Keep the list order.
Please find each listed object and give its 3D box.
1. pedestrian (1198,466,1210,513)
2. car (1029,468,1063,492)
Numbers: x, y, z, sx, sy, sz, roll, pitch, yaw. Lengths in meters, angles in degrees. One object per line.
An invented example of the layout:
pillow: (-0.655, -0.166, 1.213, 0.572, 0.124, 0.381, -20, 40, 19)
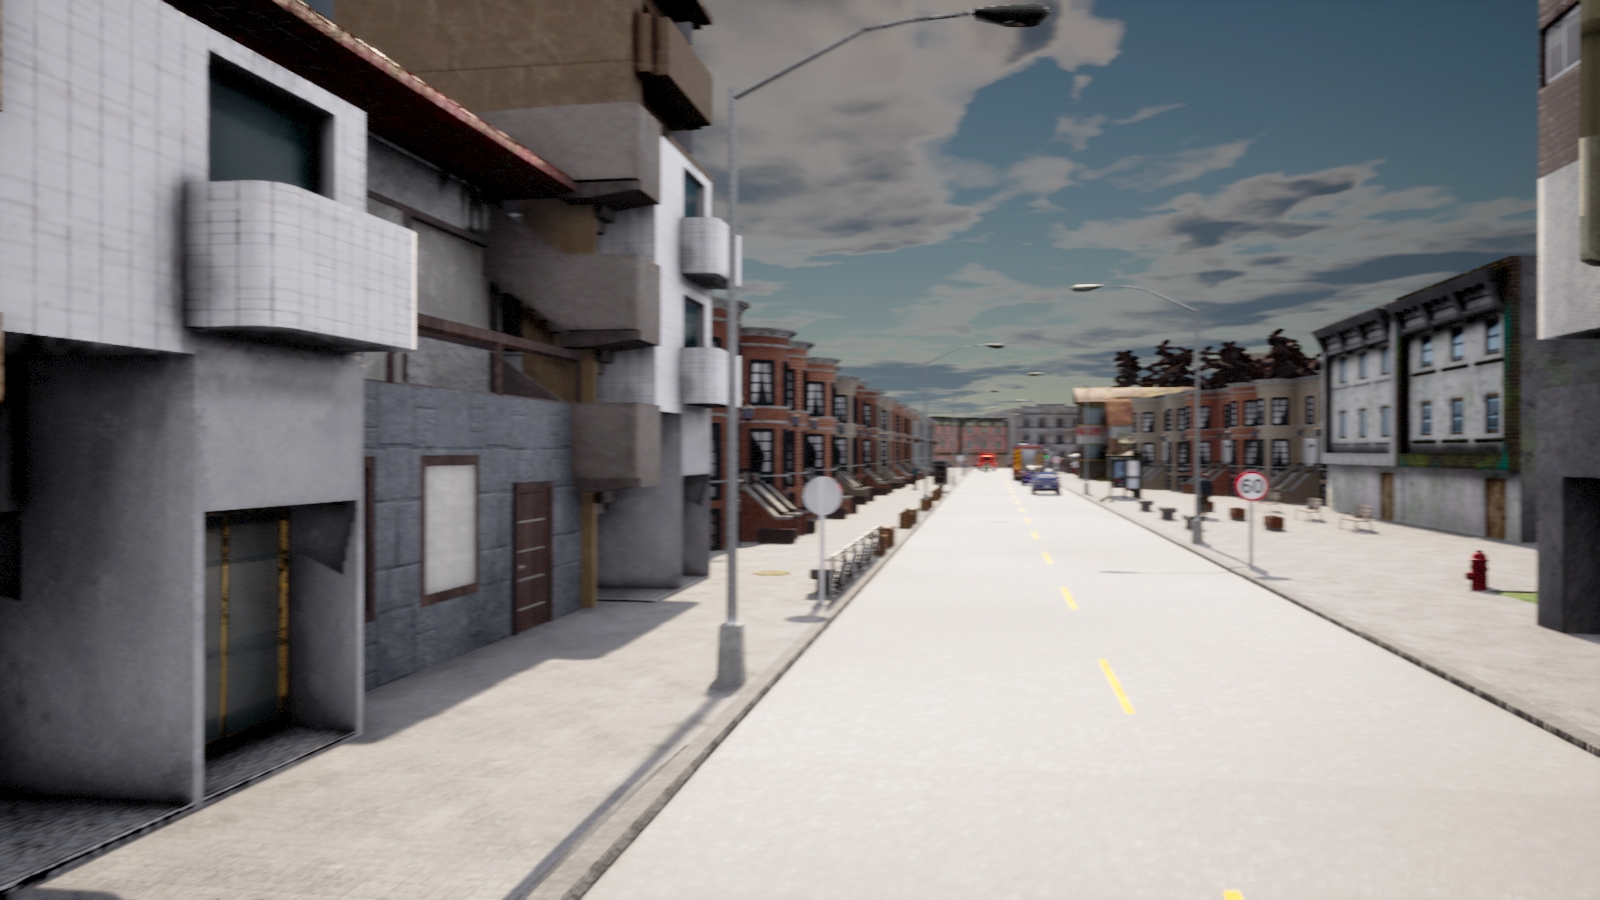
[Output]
pedestrian: (16.124, 1.585, 45.632, 0.375, 1.860, 0.375, 0, 0, 6)
car: (16.079, 1.942, 74.847, 2.002, 1.442, 4.674, 0, 0, 9)
